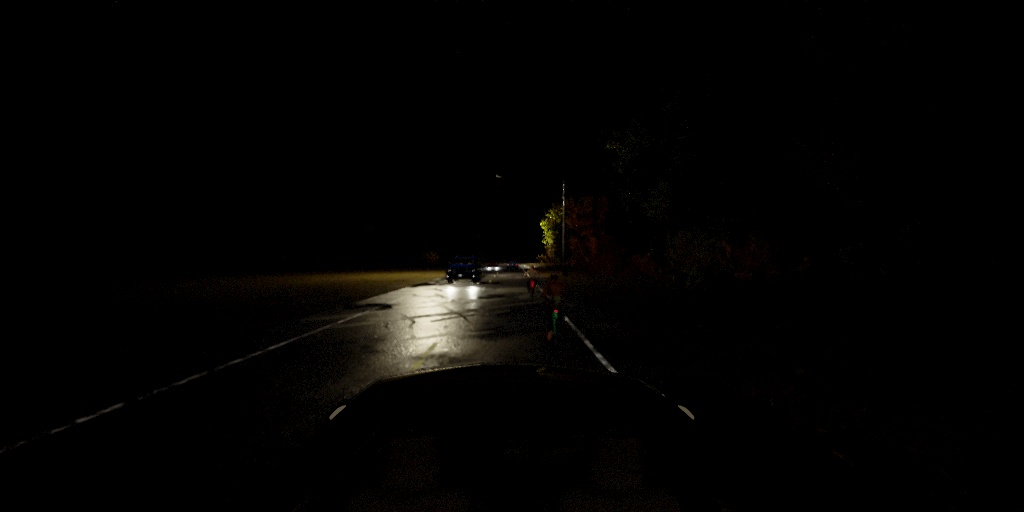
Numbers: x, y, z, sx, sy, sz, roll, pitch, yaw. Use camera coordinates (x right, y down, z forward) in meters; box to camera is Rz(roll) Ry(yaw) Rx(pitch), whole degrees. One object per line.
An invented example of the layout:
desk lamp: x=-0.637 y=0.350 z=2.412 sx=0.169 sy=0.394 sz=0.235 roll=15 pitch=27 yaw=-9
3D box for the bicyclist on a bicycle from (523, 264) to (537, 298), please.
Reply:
bicyclist on a bicycle: x=0.974 y=1.213 z=17.650 sx=0.866 sy=1.612 sz=1.509 roll=0 pitch=0 yaw=0

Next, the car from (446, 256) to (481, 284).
car: x=-3.612 y=1.018 z=27.849 sx=2.150 sy=2.045 sz=5.566 roll=0 pitch=0 yaw=0

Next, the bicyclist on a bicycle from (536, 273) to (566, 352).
bicyclist on a bicycle: x=0.960 y=1.213 z=8.048 sx=0.582 sy=1.620 sz=1.656 roll=0 pitch=0 yaw=0

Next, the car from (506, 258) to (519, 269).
car: x=0.068 y=1.391 z=57.218 sx=2.033 sy=1.411 sz=5.357 roll=0 pitch=0 yaw=0
